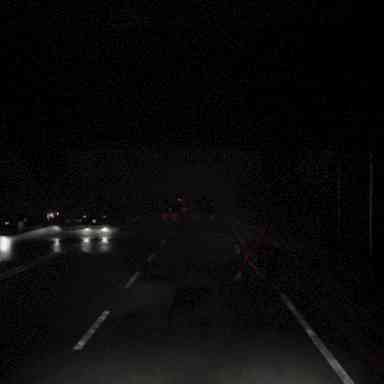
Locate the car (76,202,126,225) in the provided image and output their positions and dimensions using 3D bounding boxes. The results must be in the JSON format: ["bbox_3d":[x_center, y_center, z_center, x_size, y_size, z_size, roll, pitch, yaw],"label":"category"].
[{"bbox_3d":[-6.200,1.487,24.078,2.033,1.411,5.357,0,0,2],"label":"car"}]

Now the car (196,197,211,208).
[{"bbox_3d":[1.710,1.431,47.721,2.033,1.411,5.357,0,0,3],"label":"car"}]

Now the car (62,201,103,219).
[{"bbox_3d":[-9.568,1.527,29.454,1.895,1.301,4.718,0,0,2],"label":"car"}]

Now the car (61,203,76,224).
[{"bbox_3d":[-9.681,1.538,24.577,1.895,1.301,4.718,0,0,2],"label":"car"}]

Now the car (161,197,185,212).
[{"bbox_3d":[-2.150,1.511,36.508,1.895,1.301,4.718,0,0,2],"label":"car"}]

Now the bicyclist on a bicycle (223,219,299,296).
[{"bbox_3d":[1.485,1.407,7.197,1.656,1.620,0.582,0,0,2],"label":"bicyclist on a bicycle"}]

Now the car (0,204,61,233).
[{"bbox_3d":[-9.963,1.498,19.414,2.033,1.411,5.357,0,0,2],"label":"car"}]

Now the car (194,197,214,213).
[{"bbox_3d":[1.295,1.265,35.711,2.097,1.767,4.553,0,0,2],"label":"car"}]

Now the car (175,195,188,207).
[{"bbox_3d":[-1.728,1.234,48.410,2.097,1.767,4.553,0,0,2],"label":"car"}]
